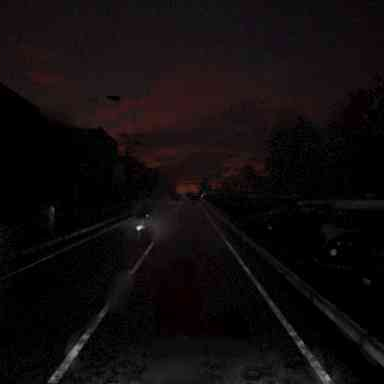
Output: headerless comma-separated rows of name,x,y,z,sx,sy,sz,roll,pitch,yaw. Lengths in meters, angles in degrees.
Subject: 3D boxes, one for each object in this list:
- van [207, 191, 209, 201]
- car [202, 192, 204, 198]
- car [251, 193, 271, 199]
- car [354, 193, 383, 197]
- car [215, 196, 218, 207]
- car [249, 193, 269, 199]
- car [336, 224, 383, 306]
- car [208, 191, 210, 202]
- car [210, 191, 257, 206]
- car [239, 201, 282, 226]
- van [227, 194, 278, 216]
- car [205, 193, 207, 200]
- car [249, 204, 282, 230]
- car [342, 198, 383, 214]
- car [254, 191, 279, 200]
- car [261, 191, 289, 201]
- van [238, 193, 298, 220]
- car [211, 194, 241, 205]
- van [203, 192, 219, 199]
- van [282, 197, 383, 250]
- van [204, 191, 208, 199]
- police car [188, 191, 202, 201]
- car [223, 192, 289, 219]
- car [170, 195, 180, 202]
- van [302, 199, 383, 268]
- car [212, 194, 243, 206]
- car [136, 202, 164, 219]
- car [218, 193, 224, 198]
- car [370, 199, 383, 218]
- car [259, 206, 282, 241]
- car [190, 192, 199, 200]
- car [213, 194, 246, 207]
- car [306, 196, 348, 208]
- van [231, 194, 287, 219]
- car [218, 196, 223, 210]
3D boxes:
van,5.258,1.039,56.619,4.442,1.987,1.878,0,0,0
car,5.246,1.144,76.240,5.008,1.535,2.097,0,0,0
car,18.230,1.128,87.669,4.792,1.488,2.163,0,0,0
car,18.638,1.169,31.982,5.566,2.045,2.435,0,0,0
car,5.477,1.410,39.802,4.674,1.452,2.002,0,0,0
car,18.236,1.090,90.454,5.008,1.535,2.097,0,0,0
car,5.686,1.502,6.154,5.008,1.535,2.097,0,0,0
car,5.416,1.084,45.407,5.566,2.045,2.435,0,0,0
car,5.434,1.101,42.604,5.566,2.045,2.435,0,0,0
car,5.610,1.487,20.177,4.892,1.521,2.231,0,0,0
van,5.650,1.197,31.392,4.442,1.987,1.878,0,0,0
car,5.351,1.247,59.424,5.008,1.535,2.097,0,0,0
car,5.619,1.537,17.374,4.674,1.452,2.002,0,0,0
car,18.563,1.433,34.758,4.792,1.488,2.163,0,0,0
car,18.266,0.866,82.100,5.566,2.045,2.435,0,0,0
car,18.317,0.908,73.744,5.566,2.045,2.435,0,0,0
van,5.703,1.249,22.984,4.442,1.987,1.878,0,0,0
car,5.423,1.157,53.817,4.553,1.767,2.185,0,0,0
van,5.262,0.856,93.060,4.442,1.987,1.878,0,0,0
van,5.773,1.279,11.764,4.442,1.987,1.878,0,0,0
van,5.187,0.969,67.832,4.442,1.987,1.878,0,0,0
police car,0.615,1.116,73.449,1.930,1.638,5.238,0,0,0
car,5.540,1.207,25.784,5.566,2.045,2.435,0,0,0
car,-3.591,1.298,69.473,1.895,1.301,4.718,0,0,0
van,5.557,1.279,8.961,4.442,1.987,1.878,0,0,0
car,5.378,1.175,51.014,4.553,1.767,2.185,0,0,0
car,-3.486,1.548,28.152,1.895,1.301,4.718,0,0,0
car,5.529,1.262,36.998,4.553,1.767,2.185,0,0,0
car,18.813,1.435,29.208,5.366,1.575,1.946,0,0,0
car,5.668,1.534,14.566,4.792,1.488,2.163,0,0,0
car,0.566,0.996,83.329,2.097,1.767,4.553,0,0,0
car,5.396,1.192,48.210,4.553,1.767,2.185,0,0,0
car,18.528,1.335,45.862,4.892,1.521,2.231,0,0,0
van,5.667,1.215,28.589,4.442,1.987,1.878,0,0,0
car,5.509,1.406,34.196,4.892,1.521,2.231,0,0,0
